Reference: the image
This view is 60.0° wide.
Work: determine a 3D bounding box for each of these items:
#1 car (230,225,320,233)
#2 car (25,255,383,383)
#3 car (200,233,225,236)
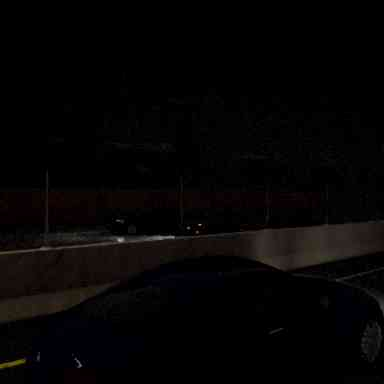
[{"bbox_3d":[4.364,1.608,15.694,4.892,1.490,1.837,1,0,-35],"label":"car"},{"bbox_3d":[0.542,1.547,4.133,4.674,1.442,1.812,0,0,-35],"label":"car"},{"bbox_3d":[1.448,1.655,17.914,4.181,1.385,1.994,1,0,-35],"label":"car"}]
